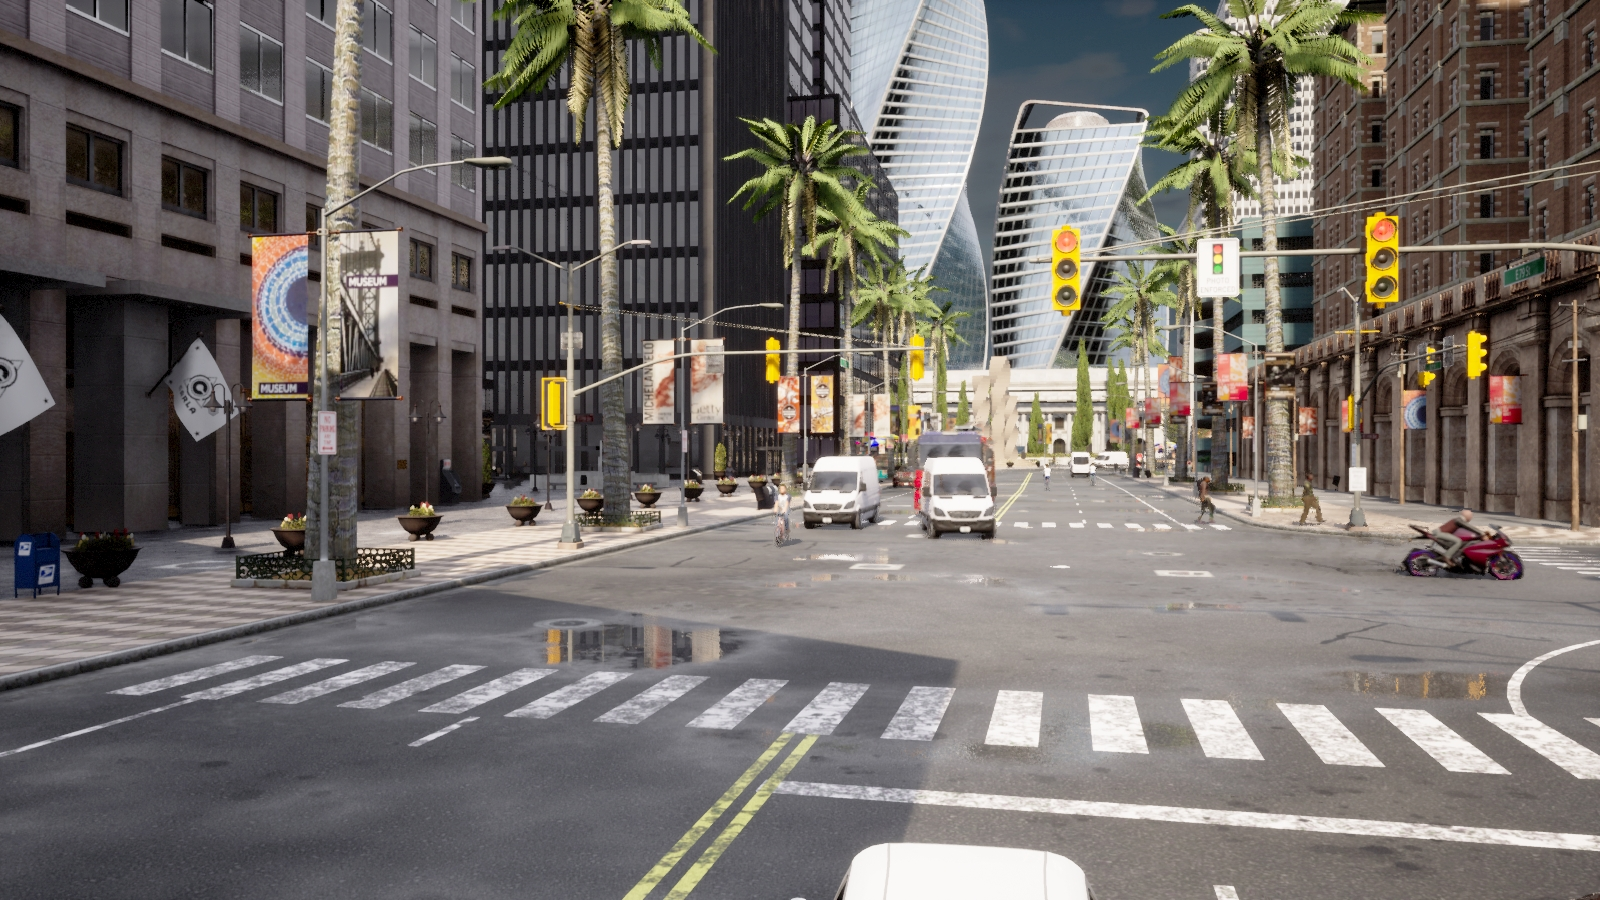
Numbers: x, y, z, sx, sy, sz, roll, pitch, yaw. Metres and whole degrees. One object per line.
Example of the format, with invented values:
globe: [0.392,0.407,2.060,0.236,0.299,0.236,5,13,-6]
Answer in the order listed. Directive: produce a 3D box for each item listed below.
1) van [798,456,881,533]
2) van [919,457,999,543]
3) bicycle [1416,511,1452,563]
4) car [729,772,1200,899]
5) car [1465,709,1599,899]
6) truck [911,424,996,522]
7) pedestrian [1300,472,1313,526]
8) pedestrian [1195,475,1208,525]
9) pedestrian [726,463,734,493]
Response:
van: [1.564,1.534,42.063,1.988,2.561,5.915,0,0,13]
van: [5.128,1.534,37.676,1.988,2.561,5.915,-1,0,2]
bicycle: [16.216,2.206,29.252,0.373,1.196,1.643,0,0,13]
car: [0.558,2.120,3.851,1.481,1.376,2.207,0,0,9]
car: [3.753,1.992,2.523,2.152,1.651,5.027,0,0,7]
truck: [6.744,0.890,49.123,2.891,3.827,8.468,0,0,13]
pedestrian: [17.508,1.696,39.504,0.375,1.860,0.375,0,0,33]
pedestrian: [14.909,1.849,42.426,0.375,1.860,0.375,0,0,-2]
pedestrian: [-4.262,1.701,69.552,0.375,1.860,0.375,0,0,13]
